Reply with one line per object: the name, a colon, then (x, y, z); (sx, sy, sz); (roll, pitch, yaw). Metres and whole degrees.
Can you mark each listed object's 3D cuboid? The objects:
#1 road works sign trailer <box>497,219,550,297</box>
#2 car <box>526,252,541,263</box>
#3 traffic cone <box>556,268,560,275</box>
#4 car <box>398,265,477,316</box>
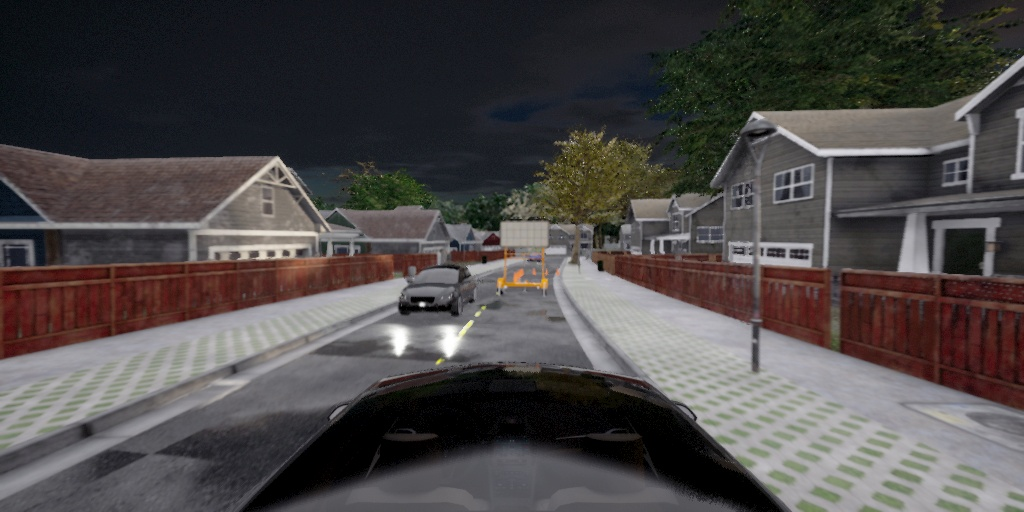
road works sign trailer: (0.603, 0.007, 17.326); (2.380, 3.560, 2.880); (0, 0, 8)
car: (3.306, 0.167, 54.275); (1.882, 1.535, 5.008); (1, 2, 10)
traffic cone: (3.829, 1.281, 30.015); (0.340, 0.580, 0.340); (0, 0, 8)
car: (-2.423, 1.106, 12.670); (1.837, 1.490, 4.892); (0, 1, 4)
